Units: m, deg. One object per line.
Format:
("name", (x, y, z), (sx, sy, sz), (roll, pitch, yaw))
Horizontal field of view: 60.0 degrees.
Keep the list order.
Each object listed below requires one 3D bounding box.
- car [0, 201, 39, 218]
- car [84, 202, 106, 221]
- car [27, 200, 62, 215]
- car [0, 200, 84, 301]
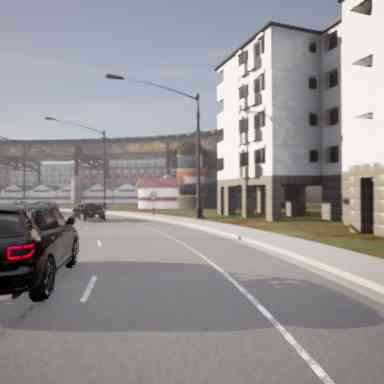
("car", (-17.493, 1.712, 33.628), (2.128, 1.511, 4.902), (0, 0, -44))
("car", (-8.909, 1.649, 28.602), (1.837, 1.490, 4.892), (0, 0, -33))
("car", (-16.767, 1.731, 37.644), (4.892, 1.490, 1.837), (0, 0, 42))
("car", (-4.346, 1.276, 8.387), (2.150, 2.045, 5.566), (0, 0, -10))
